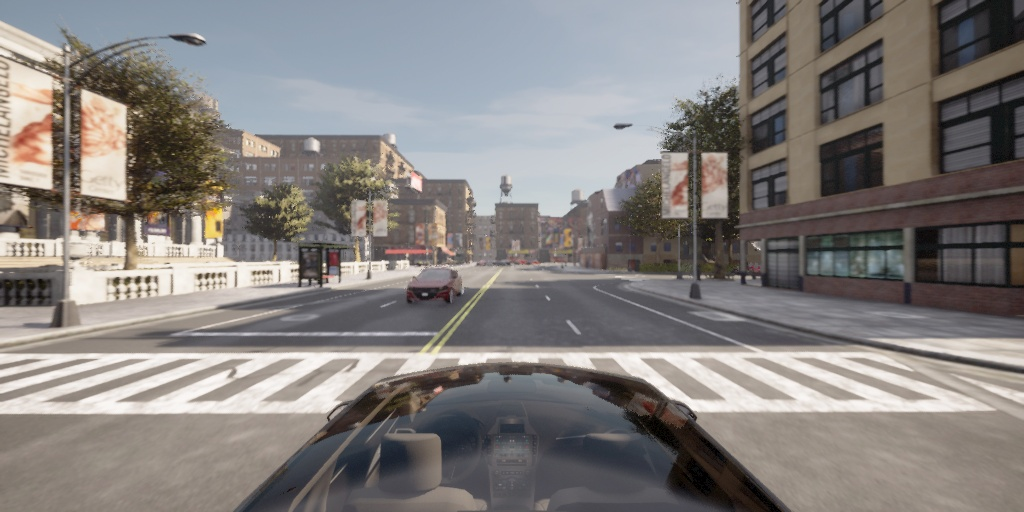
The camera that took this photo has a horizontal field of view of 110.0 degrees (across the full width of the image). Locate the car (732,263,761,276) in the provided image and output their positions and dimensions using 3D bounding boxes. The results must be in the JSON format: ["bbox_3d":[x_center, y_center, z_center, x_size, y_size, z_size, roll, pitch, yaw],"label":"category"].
[{"bbox_3d":[26.213,1.454,38.780,4.181,1.385,1.994,0,0,0],"label":"car"}]

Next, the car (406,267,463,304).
[{"bbox_3d":[-3.502,1.286,16.928,1.882,1.535,5.008,0,0,0],"label":"car"}]
